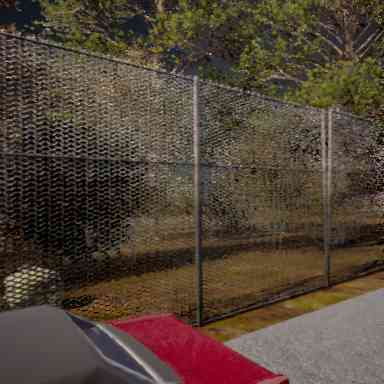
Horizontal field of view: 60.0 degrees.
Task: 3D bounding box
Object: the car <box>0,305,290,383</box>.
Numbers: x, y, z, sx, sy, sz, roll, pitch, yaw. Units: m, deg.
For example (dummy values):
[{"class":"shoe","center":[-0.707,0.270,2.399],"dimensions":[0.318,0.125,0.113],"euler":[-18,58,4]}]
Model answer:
[{"class":"car","center":[-1.641,1.601,1.899],"dimensions":[4.718,1.301,1.895],"euler":[0,0,-35]}]
